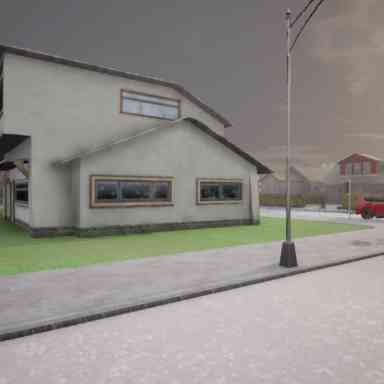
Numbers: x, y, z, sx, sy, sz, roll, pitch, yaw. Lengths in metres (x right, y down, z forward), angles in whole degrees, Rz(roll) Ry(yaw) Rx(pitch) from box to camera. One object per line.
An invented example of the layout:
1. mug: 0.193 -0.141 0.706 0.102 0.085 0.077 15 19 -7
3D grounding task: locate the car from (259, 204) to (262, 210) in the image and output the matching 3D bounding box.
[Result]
1. car: 6.047 1.601 39.525 1.895 1.301 4.718 0 0 -35

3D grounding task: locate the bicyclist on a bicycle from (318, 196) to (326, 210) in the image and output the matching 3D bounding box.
1. bicyclist on a bicycle: 15.772 1.349 40.310 1.656 1.620 0.582 0 0 -35

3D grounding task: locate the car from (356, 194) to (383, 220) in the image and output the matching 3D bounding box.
1. car: 15.667 1.221 25.813 2.150 2.045 5.566 0 0 -34
